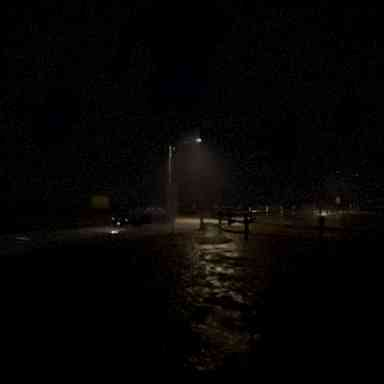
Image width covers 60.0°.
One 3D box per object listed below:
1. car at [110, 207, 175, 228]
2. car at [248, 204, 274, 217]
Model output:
[{"bbox_3d":[-3.484,1.818,24.860,2.033,1.411,5.357,0,-1,35],"label":"car"},{"bbox_3d":[8.808,2.278,42.148,2.128,1.511,4.902,0,-1,36],"label":"car"}]
